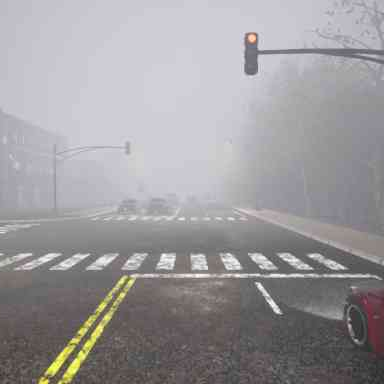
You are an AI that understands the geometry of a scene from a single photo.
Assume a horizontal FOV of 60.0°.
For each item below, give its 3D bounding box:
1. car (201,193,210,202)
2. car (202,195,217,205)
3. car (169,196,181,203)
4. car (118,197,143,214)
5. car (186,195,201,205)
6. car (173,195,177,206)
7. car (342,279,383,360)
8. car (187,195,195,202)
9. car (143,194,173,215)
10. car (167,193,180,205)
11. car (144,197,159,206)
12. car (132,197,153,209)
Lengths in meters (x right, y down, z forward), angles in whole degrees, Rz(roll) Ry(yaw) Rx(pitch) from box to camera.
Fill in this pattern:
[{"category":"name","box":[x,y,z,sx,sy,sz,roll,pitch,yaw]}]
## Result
[{"category":"car","box":[3.103,1.194,76.306,2.150,2.045,5.566,0,0,0]},{"category":"car","box":[3.237,1.580,56.523,1.895,1.301,4.718,0,0,0]},{"category":"car","box":[-3.402,1.522,67.371,2.033,1.411,5.357,0,0,0]},{"category":"car","box":[-6.663,1.494,35.682,1.837,1.490,4.892,0,0,0]},{"category":"car","box":[-0.015,1.331,58.192,2.097,1.767,4.553,0,0,0]},{"category":"car","box":[-3.423,1.533,43.615,2.033,1.411,5.357,0,0,1]},{"category":"car","box":[3.346,1.563,3.541,1.994,1.385,4.181,0,0,0]},{"category":"car","box":[-0.150,1.493,76.324,1.812,1.442,4.674,0,0,0]},{"category":"car","box":[-3.412,1.341,34.141,2.097,1.767,4.553,0,0,0]},{"category":"car","box":[-3.438,1.202,54.293,2.150,2.045,5.566,0,0,1]},{"category":"car","box":[-6.683,1.506,55.239,1.812,1.442,4.674,0,0,0]},{"category":"car","box":[-6.676,1.476,45.106,2.128,1.511,4.902,0,0,0]}]
